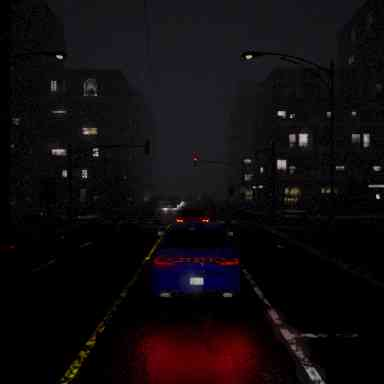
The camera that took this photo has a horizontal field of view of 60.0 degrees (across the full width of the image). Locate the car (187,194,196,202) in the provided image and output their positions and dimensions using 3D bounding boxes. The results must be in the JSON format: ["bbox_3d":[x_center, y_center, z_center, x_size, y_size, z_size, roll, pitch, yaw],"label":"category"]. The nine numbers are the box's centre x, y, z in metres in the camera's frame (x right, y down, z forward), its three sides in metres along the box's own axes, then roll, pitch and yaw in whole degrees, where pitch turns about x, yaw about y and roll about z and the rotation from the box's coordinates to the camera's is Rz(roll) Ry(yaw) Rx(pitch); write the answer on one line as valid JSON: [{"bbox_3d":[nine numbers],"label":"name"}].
[{"bbox_3d":[-0.086,1.390,80.501,2.097,1.767,4.553,0,0,0],"label":"car"}]

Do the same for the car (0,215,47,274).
[{"bbox_3d":[-5.750,1.582,9.759,1.802,1.307,4.206,0,0,0],"label":"car"}]

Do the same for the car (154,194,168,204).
[{"bbox_3d":[-5.759,1.336,63.148,2.192,1.841,5.009,0,0,0],"label":"car"}]

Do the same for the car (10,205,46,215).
[{"bbox_3d":[-16.709,1.888,32.043,4.718,1.301,1.895,-1,0,-1],"label":"car"}]

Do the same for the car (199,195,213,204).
[{"bbox_3d":[2.628,1.458,57.476,1.967,1.590,4.097,0,0,0],"label":"car"}]

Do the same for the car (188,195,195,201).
[{"bbox_3d":[-0.097,1.522,90.366,1.882,1.535,5.008,0,0,0],"label":"car"}]

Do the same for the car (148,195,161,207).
[{"bbox_3d":[-5.746,1.580,51.783,1.947,1.339,4.313,0,0,0],"label":"car"}]

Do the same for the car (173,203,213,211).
[{"bbox_3d":[0.079,1.526,17.894,1.812,1.442,4.674,0,0,1],"label":"car"}]

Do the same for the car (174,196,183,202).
[{"bbox_3d":[-3.086,1.621,78.483,1.895,1.301,4.718,0,0,0],"label":"car"}]

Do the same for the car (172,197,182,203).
[{"bbox_3d":[-3.084,1.626,68.144,1.895,1.301,4.718,0,0,0],"label":"car"}]

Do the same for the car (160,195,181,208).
[{"bbox_3d":[-3.133,1.560,49.154,2.033,1.411,5.357,0,0,-1],"label":"car"}]

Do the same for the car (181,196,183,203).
[{"bbox_3d":[-3.142,1.370,58.636,2.097,1.767,4.553,0,0,0],"label":"car"}]

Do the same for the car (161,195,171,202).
[{"bbox_3d":[-5.771,1.470,74.513,1.967,1.590,4.097,0,0,0],"label":"car"}]

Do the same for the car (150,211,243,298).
[{"bbox_3d":[0.094,1.477,8.554,1.882,1.535,5.008,0,0,0],"label":"car"}]

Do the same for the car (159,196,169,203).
[{"bbox_3d":[-5.765,1.550,68.660,1.752,1.417,4.829,0,0,0],"label":"car"}]

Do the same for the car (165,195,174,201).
[{"bbox_3d":[-5.783,1.480,85.878,1.967,1.590,4.097,0,0,0],"label":"car"}]

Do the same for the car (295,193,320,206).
[{"bbox_3d":[14.519,1.014,38.121,5.009,1.841,2.192,-1,1,-1],"label":"car"}]

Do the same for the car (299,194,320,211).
[{"bbox_3d":[14.507,1.210,35.550,4.892,1.490,1.837,-1,0,1],"label":"car"}]

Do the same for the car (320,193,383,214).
[{"bbox_3d":[14.663,1.029,29.743,5.009,1.841,2.192,-1,1,-1],"label":"car"}]
